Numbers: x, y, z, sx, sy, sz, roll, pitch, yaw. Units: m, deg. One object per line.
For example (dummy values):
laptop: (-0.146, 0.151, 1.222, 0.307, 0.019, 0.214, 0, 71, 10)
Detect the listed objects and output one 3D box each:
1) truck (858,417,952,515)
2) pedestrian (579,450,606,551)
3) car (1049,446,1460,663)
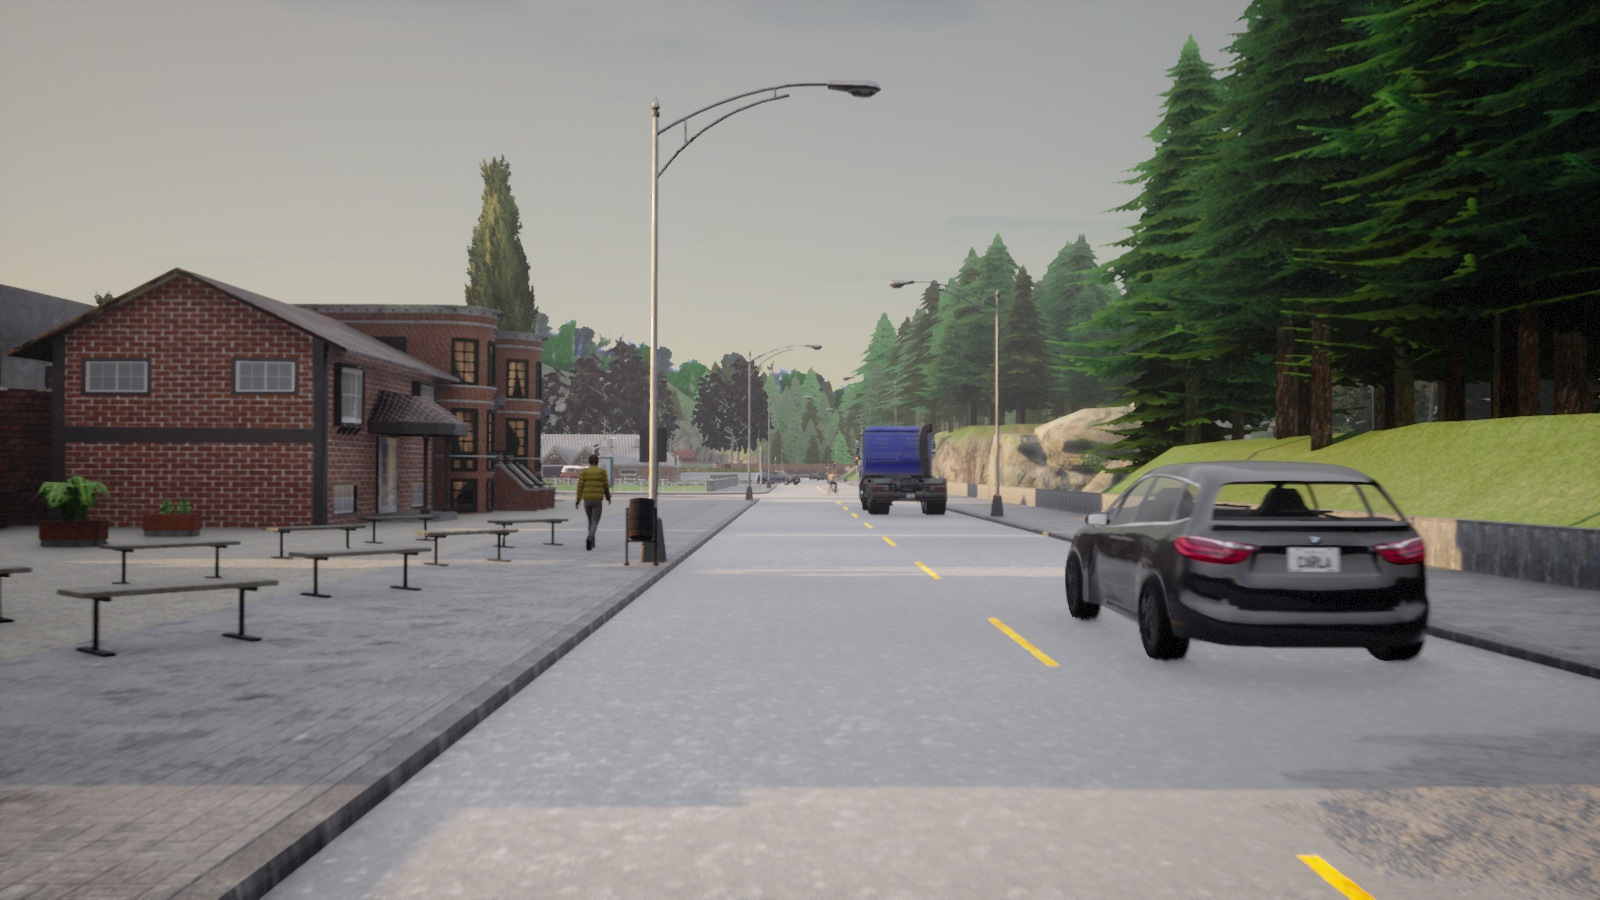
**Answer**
truck: (3.884, 0.626, 48.290, 2.891, 3.462, 7.936, 0, -1, 0)
pedestrian: (-3.820, 0.927, 23.151, 0.370, 1.835, 0.726, 0, -1, 1)
car: (3.972, 0.844, 12.021, 2.242, 1.667, 4.611, 0, -1, 0)
